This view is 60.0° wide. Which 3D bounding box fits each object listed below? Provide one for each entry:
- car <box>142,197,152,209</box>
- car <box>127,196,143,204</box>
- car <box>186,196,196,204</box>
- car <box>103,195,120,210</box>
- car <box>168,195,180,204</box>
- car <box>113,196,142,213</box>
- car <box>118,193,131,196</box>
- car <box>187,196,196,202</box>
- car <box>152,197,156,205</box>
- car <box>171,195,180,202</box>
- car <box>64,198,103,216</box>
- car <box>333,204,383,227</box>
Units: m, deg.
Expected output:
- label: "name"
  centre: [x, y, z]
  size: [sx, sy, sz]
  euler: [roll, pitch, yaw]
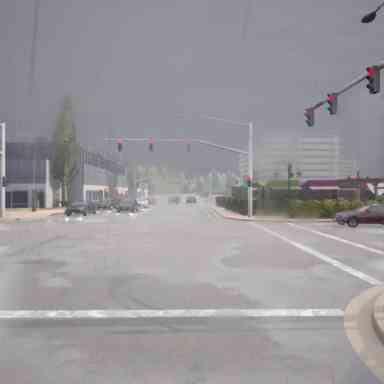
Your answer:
- label: "car"
  centre: [-7.199, 1.526, 46.807]
  size: [1.812, 1.442, 4.674]
  euler: [0, 0, 0]
- label: "car"
  centre: [-10.691, 1.547, 62.766]
  size: [2.033, 1.411, 5.357]
  euler: [0, 0, 1]
- label: "car"
  centre: [-0.145, 1.491, 64.515]
  size: [2.128, 1.511, 4.902]
  euler: [0, 0, 0]
- label: "car"
  centre: [-10.693, 1.505, 42.083]
  size: [1.837, 1.490, 4.892]
  euler: [0, 0, 0]
- label: "car"
  centre: [-3.645, 1.547, 64.507]
  size: [2.033, 1.411, 5.357]
  euler: [0, 0, 0]
- label: "car"
  centre: [-7.185, 1.505, 37.621]
  size: [1.837, 1.490, 4.892]
  euler: [0, 0, 0]
- label: "car"
  centre: [-10.715, 1.221, 52.069]
  size: [2.150, 2.045, 5.566]
  euler: [0, 0, 0]
- label: "car"
  centre: [-0.168, 1.468, 74.820]
  size: [1.895, 1.301, 4.718]
  euler: [0, 0, 0]
- label: "car"
  centre: [-7.209, 1.564, 56.767]
  size: [1.994, 1.385, 4.181]
  euler: [0, 0, 0]
- label: "car"
  centre: [-3.668, 1.425, 74.780]
  size: [1.994, 1.385, 4.181]
  euler: [0, 0, 0]
- label: "car"
  centre: [-10.673, 1.547, 32.527]
  size: [2.033, 1.411, 5.357]
  euler: [0, 0, 0]
- label: "car"
  centre: [11.757, 1.526, 21.874]
  size: [4.674, 1.442, 1.812]
  euler: [0, 0, 1]
